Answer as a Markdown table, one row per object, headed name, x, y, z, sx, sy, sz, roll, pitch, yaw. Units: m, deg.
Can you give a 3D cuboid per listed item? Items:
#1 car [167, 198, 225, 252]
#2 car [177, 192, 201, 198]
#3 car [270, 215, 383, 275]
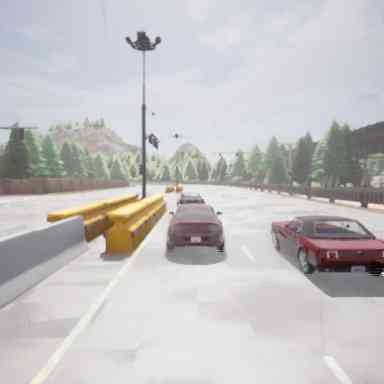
| name | x | y | z | sx | sy | sz | roll | pitch | yaw |
| --- | --- | --- | --- | --- | --- | --- | --- | --- | --- |
| car | 0.123 | 1.143 | 11.975 | 1.812 | 1.442 | 4.674 | 0 | 2 | 0 |
| car | -0.252 | 0.667 | 27.400 | 1.895 | 1.301 | 4.718 | 0 | 2 | -7 |
| car | 3.612 | 1.309 | 9.404 | 1.895 | 1.301 | 4.718 | 0 | 2 | 0 |
